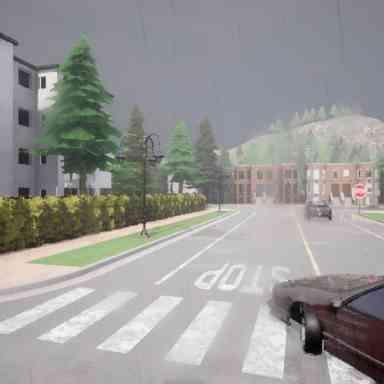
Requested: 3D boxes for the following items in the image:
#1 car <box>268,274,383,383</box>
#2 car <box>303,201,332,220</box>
[{"bbox_3d":[2.994,1.549,3.434,2.033,1.411,5.357,-1,0,-21],"label":"car"},{"bbox_3d":[10.399,1.484,27.714,2.128,1.511,4.902,0,0,15],"label":"car"}]
